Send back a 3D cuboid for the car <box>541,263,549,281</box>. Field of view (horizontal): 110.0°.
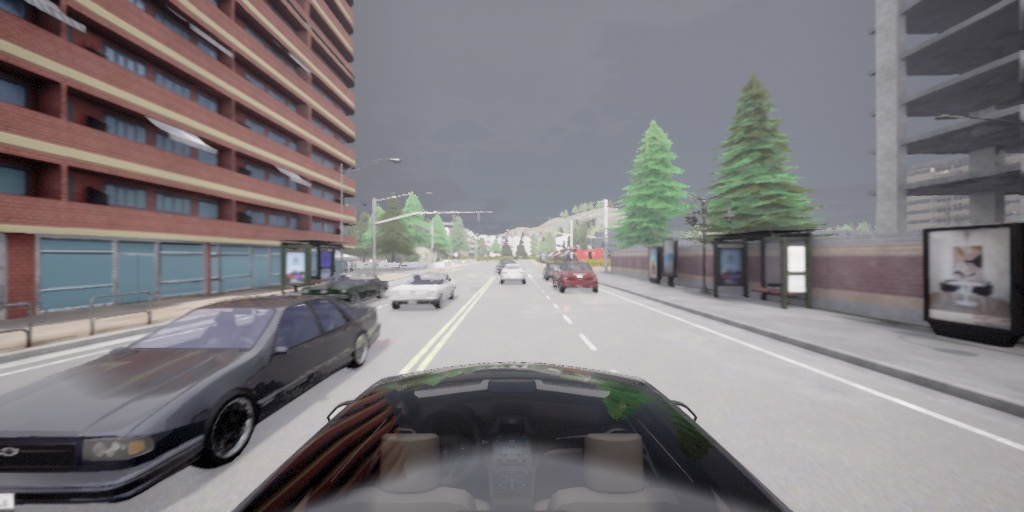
[{"bbox_3d":[3.604,1.307,30.515,2.033,1.411,5.357,0,0,0],"label":"car"}]

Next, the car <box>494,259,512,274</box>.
[{"bbox_3d":[-0.707,1.127,39.901,2.097,1.767,4.553,0,0,-9],"label":"car"}]

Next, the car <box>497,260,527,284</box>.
[{"bbox_3d":[0.078,1.300,27.438,1.812,1.442,4.674,0,0,0],"label":"car"}]

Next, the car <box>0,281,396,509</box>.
[{"bbox_3d":[-3.601,1.318,5.152,2.033,1.411,5.357,0,0,0],"label":"car"}]

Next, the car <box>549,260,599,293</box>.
[{"bbox_3d":[3.601,1.103,21.111,2.097,1.767,4.553,0,0,0],"label":"car"}]

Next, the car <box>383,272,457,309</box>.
[{"bbox_3d":[-3.584,1.381,15.200,1.895,1.301,4.718,0,0,0],"label":"car"}]

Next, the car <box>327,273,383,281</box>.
[{"bbox_3d":[-7.000,1.405,15.549,1.895,1.301,4.718,0,0,0],"label":"car"}]
